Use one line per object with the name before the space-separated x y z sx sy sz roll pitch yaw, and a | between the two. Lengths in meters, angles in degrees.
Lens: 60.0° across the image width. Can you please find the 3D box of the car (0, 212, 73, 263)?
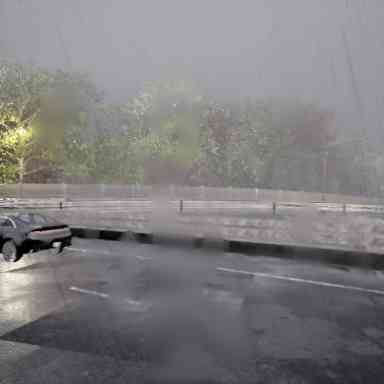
car | -6.422 1.456 11.750 4.902 1.511 2.128 0 0 29

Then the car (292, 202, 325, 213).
car | 15.786 2.071 44.394 5.357 1.411 2.033 3 -1 -26
